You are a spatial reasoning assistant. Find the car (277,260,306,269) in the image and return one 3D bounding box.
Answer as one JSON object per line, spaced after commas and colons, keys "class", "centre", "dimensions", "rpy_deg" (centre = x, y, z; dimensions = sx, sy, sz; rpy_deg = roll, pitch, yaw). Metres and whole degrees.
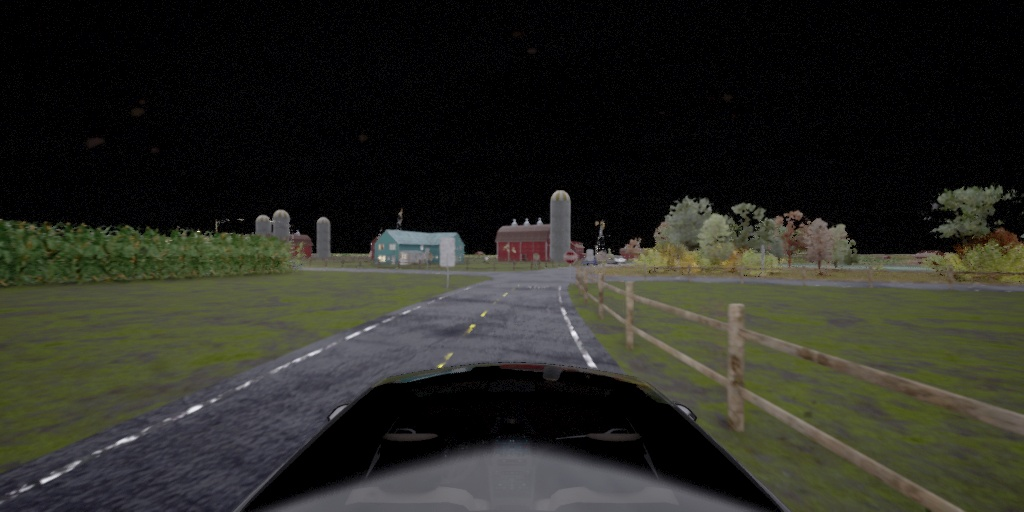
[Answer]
{"class": "car", "centre": [-32.762, 1.168, 52.556], "dimensions": [5.357, 1.411, 2.033], "rpy_deg": [0, 0, 25]}
